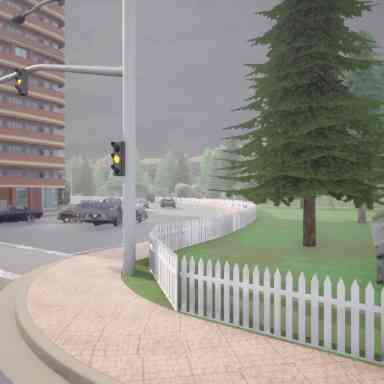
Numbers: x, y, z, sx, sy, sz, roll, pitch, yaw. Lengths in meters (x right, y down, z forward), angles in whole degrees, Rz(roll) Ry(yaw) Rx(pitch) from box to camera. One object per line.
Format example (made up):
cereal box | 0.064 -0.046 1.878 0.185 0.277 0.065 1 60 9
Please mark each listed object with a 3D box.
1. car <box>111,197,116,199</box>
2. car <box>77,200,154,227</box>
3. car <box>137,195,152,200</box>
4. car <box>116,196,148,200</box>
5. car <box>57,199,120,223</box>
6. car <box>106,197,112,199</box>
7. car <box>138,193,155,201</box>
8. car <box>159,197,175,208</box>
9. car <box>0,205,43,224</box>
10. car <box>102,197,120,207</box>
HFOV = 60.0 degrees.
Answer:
car | -9.795 1.492 41.909 2.033 1.411 5.357 0 0 -7
car | -4.905 1.492 22.252 2.033 1.411 5.357 0 0 21
car | -6.925 1.470 44.918 1.812 1.442 4.674 0 0 -13
car | -6.169 1.470 34.727 1.812 1.442 4.674 0 0 3
car | -7.798 1.492 25.283 2.033 1.411 5.357 0 0 17
car | -9.882 1.492 31.835 2.033 1.411 5.357 0 0 8
car | -9.583 1.166 66.430 2.150 2.045 5.566 0 0 -40
car | -3.552 1.436 46.753 2.128 1.511 4.902 0 0 -12
car | -12.683 1.545 22.602 1.895 1.301 4.718 0 0 23
car | -12.649 1.508 51.565 1.994 1.385 4.181 0 0 -24
